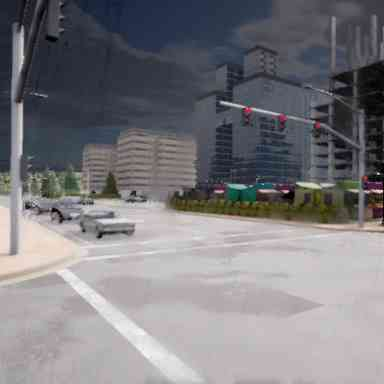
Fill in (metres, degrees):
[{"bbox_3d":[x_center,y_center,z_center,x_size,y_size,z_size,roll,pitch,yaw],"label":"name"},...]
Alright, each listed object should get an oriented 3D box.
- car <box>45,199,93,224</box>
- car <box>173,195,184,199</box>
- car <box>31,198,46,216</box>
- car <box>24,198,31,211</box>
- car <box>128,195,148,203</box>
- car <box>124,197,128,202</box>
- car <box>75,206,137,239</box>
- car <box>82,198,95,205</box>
[{"bbox_3d":[-9.747,1.574,26.055,2.128,1.511,4.902,1,0,-33],"label":"car"},{"bbox_3d":[-0.861,1.546,59.404,3.866,1.878,1.905,1,0,-34],"label":"car"},{"bbox_3d":[-15.152,1.594,34.538,1.837,1.490,4.892,1,-1,-32],"label":"car"},{"bbox_3d":[-20.535,1.586,43.034,2.128,1.511,4.902,1,0,-32],"label":"car"},{"bbox_3d":[-11.869,1.552,75.650,3.866,1.878,1.905,1,0,-34],"label":"car"},{"bbox_3d":[-13.443,1.550,78.080,4.605,1.855,1.932,1,0,-34],"label":"car"},{"bbox_3d":[-4.710,1.677,18.158,1.895,1.301,4.718,1,0,-33],"label":"car"},{"bbox_3d":[-19.430,1.774,61.138,2.033,1.411,5.357,1,0,-34],"label":"car"}]
